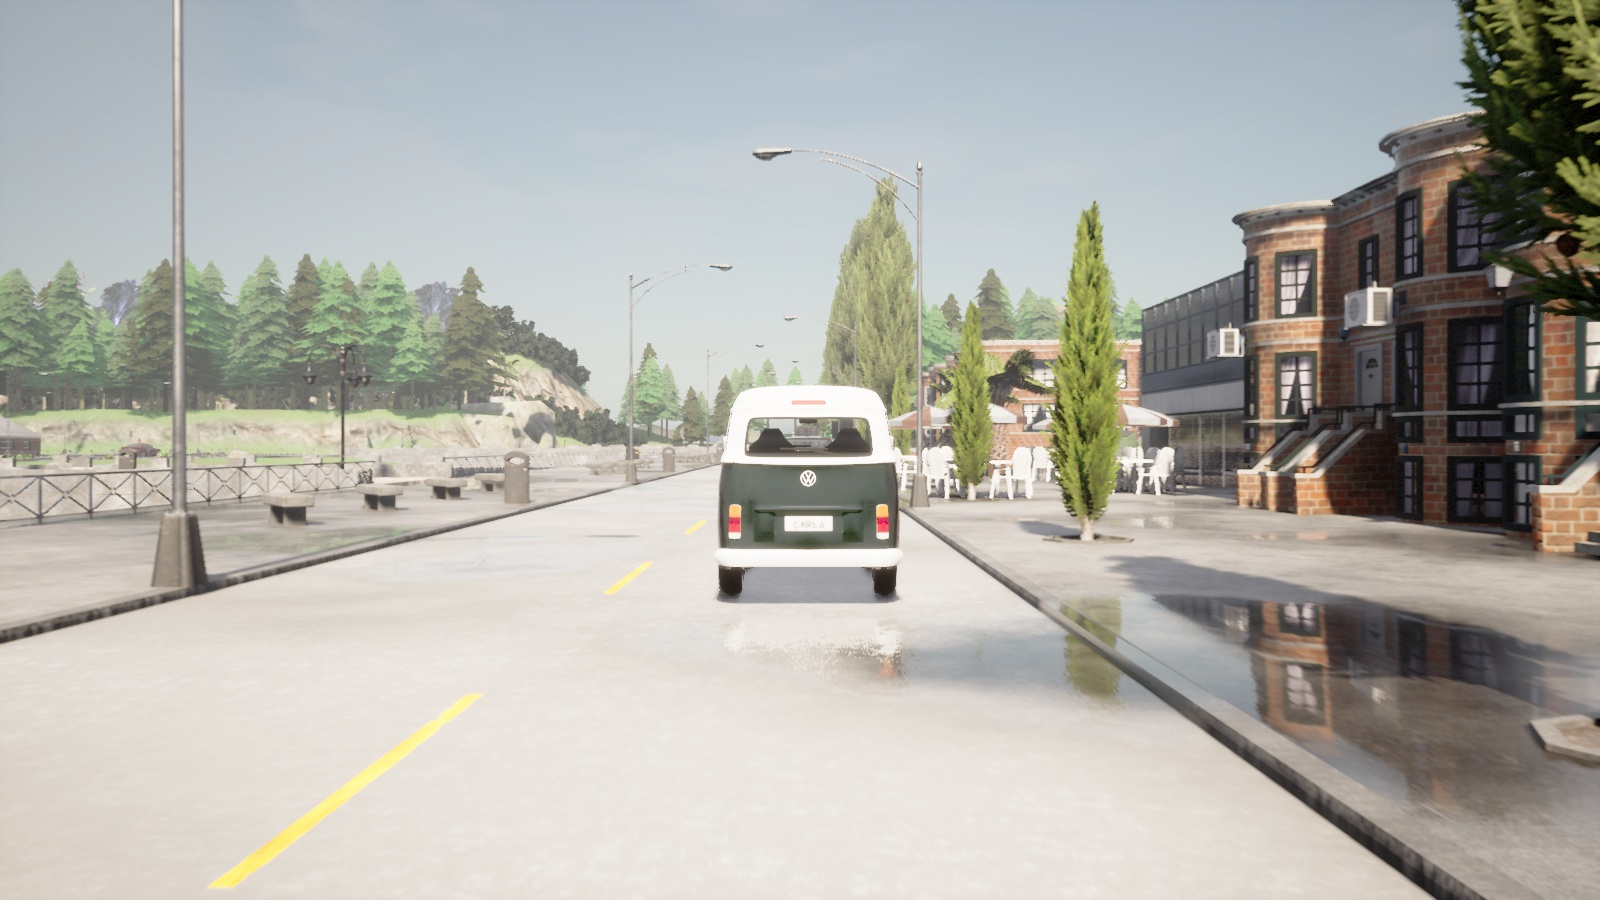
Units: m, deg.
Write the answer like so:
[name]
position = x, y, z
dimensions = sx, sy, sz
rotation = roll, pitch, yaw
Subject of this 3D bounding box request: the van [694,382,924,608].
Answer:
[van]
position = 0.090, 0.394, 13.545
dimensions = 2.069, 2.038, 4.480
rotation = 0, 0, 0
